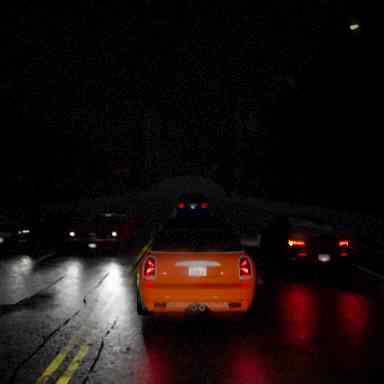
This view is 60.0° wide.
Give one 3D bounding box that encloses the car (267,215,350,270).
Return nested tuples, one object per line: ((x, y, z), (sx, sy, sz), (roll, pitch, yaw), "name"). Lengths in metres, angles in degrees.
((3.332, 1.447, 10.590), (1.812, 1.442, 4.674), (0, 0, 1), "car")

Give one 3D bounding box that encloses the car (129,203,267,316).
((0.082, 1.296, 7.543), (2.097, 1.767, 4.553), (0, 0, 0), "car")

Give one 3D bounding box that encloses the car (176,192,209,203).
((0.045, 1.037, 24.023), (2.150, 2.045, 5.566), (0, 0, 0), "car")

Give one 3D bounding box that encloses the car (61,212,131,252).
((-3.379, 1.500, 13.513), (1.895, 1.301, 4.718), (0, 0, 0), "car")

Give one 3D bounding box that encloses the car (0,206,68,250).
((-6.630, 1.387, 13.935), (2.128, 1.511, 4.902), (0, 0, 0), "car")
